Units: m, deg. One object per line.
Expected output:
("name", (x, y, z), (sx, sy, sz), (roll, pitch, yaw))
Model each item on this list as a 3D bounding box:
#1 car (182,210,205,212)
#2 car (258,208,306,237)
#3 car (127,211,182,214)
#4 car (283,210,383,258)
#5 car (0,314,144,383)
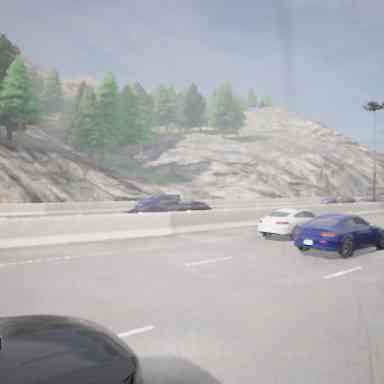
("car", (-0.365, 1.563, 30.663), (4.892, 1.490, 1.837), (0, 0, -40))
("car", (5.306, 1.551, 16.943), (4.674, 1.442, 1.812), (0, 0, -39))
("car", (-3.137, 1.613, 23.810), (4.181, 1.385, 1.994), (0, 0, -39))
("car", (5.752, 1.543, 12.779), (4.674, 1.442, 1.812), (0, 0, -39))
("car", (-2.633, 1.513, 1.972), (4.892, 1.490, 1.837), (0, 0, -35))
